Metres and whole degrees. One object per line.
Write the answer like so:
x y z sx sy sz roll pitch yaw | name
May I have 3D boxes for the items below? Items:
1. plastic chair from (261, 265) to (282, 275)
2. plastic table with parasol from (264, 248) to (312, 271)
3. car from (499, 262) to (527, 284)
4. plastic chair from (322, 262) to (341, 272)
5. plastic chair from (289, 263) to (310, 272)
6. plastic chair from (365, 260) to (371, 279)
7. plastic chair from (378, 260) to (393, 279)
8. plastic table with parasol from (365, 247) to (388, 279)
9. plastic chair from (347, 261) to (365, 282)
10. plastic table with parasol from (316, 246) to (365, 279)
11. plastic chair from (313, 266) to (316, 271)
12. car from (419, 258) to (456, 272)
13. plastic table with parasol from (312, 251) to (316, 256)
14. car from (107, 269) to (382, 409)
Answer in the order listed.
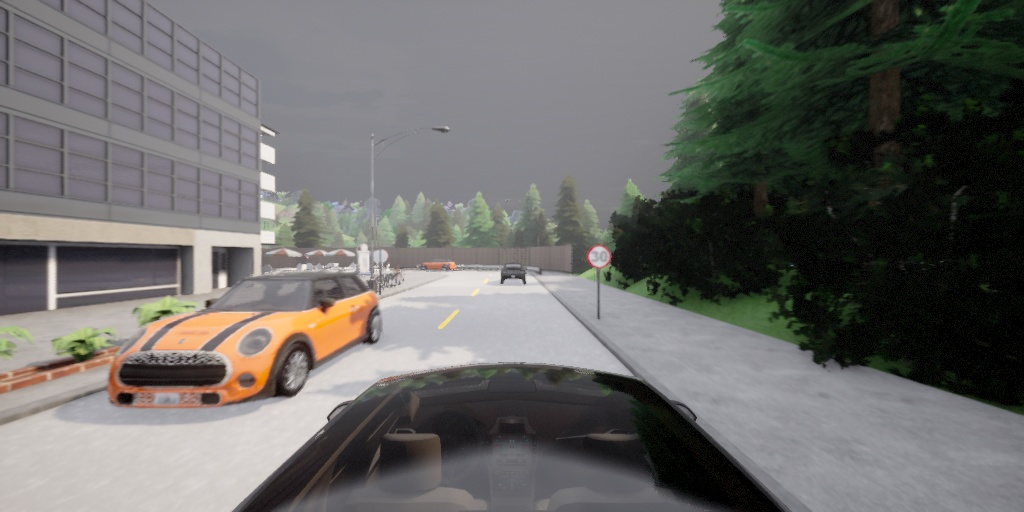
-17.305 1.267 25.701 0.750 1.272 0.730 0 0 0 | plastic chair
-17.156 0.662 26.981 2.482 2.480 2.482 0 0 0 | plastic table with parasol
0.086 1.237 27.216 1.837 1.490 4.892 0 -1 0 | car
-14.257 1.265 28.342 0.750 1.272 0.730 0 0 0 | plastic chair
-15.896 1.266 26.862 0.730 1.272 0.750 0 0 0 | plastic chair
-13.538 1.263 33.173 0.750 1.272 0.730 0 0 0 | plastic chair
-12.129 1.262 34.333 0.730 1.272 0.750 0 0 0 | plastic chair
-13.379 0.658 34.483 2.482 2.480 2.482 0 0 0 | plastic table with parasol
-12.847 1.265 29.503 0.730 1.272 0.750 0 0 0 | plastic chair
-14.097 0.661 29.622 2.482 2.480 2.482 0 0 0 | plastic table with parasol
-15.507 1.265 29.432 0.730 1.272 0.750 0 0 10 | plastic chair
-9.617 1.079 46.011 4.553 1.767 2.097 0 1 14 | car
-17.688 0.659 33.022 2.482 2.480 2.482 0 0 0 | plastic table with parasol
-4.089 1.099 6.494 2.097 1.767 4.553 0 0 0 | car
